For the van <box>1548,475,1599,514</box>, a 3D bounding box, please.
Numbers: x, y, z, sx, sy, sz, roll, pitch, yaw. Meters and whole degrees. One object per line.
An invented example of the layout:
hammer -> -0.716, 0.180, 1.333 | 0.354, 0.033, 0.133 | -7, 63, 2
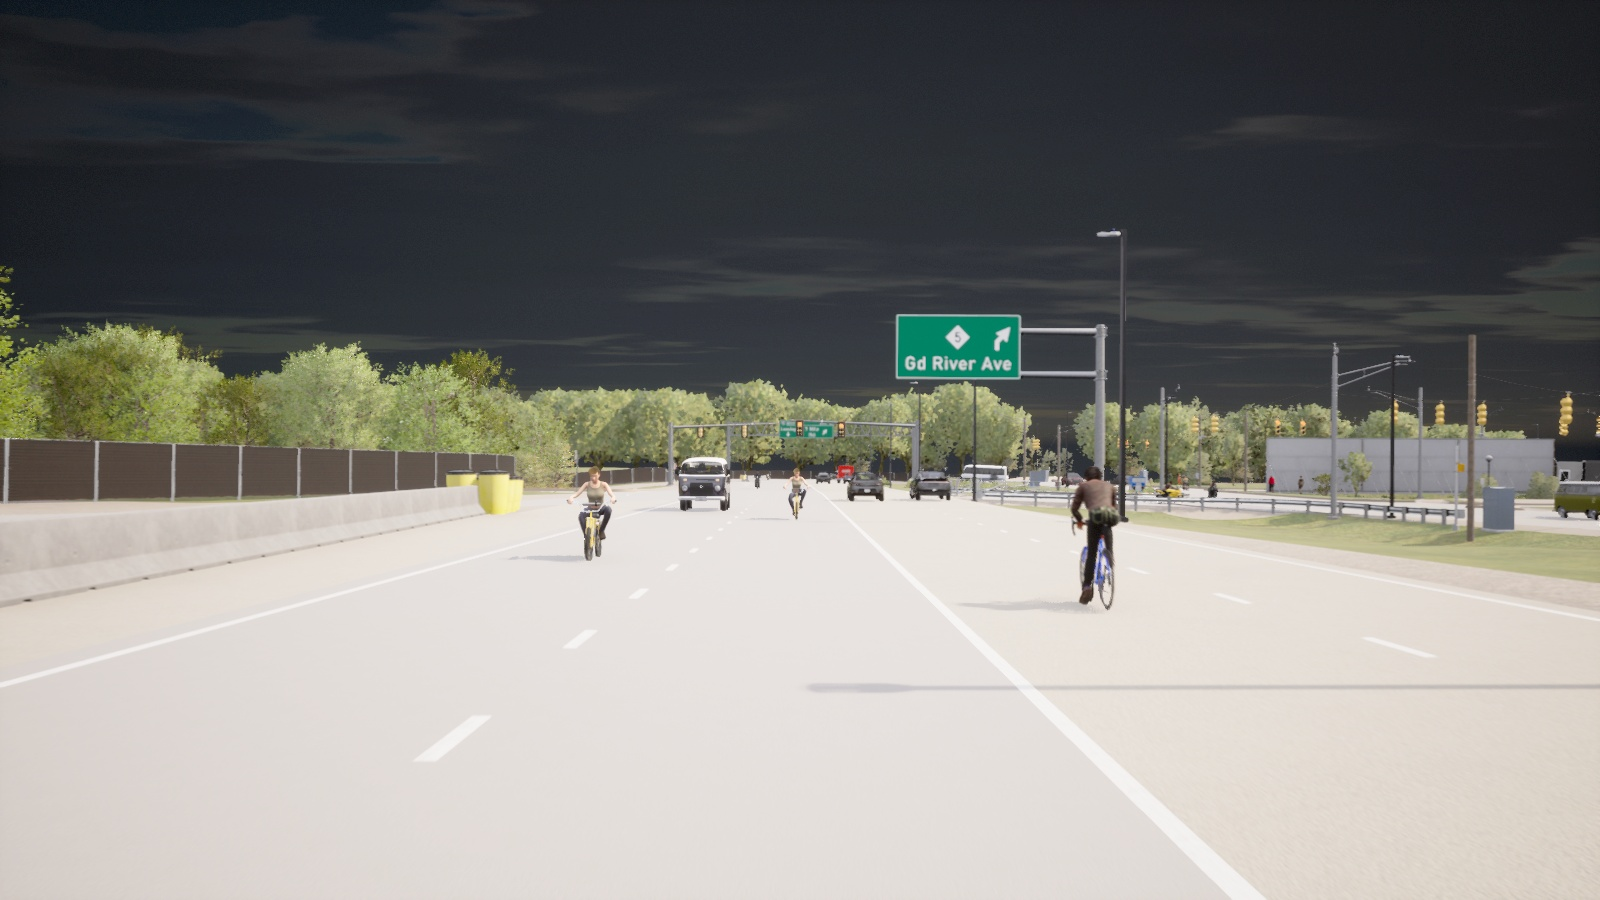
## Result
van -> 41.507, 2.303, 65.951 | 1.775, 1.987, 4.442 | 0, -1, -1

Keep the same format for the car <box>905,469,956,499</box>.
car -> 6.846, 1.790, 66.364 | 2.128, 1.511, 4.902 | 0, -1, 0

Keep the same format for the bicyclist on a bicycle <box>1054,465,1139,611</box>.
bicyclist on a bicycle -> 3.465, 0.991, 14.798 | 0.582, 1.620, 1.656 | 0, -1, 0

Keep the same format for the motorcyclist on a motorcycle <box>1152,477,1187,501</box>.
motorcyclist on a motorcycle -> 24.199, 2.561, 82.229 | 2.044, 1.523, 0.797 | -2, 0, -3

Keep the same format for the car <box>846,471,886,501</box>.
car -> 3.350, 1.835, 64.700 | 1.816, 1.474, 4.193 | 0, -1, 0

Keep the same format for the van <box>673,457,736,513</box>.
van -> -3.612, 1.315, 48.121 | 2.069, 2.038, 4.480 | 0, -1, 0

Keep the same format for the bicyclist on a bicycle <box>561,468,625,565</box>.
bicyclist on a bicycle -> -3.550, 1.115, 21.647 | 0.866, 1.612, 1.509 | 0, -1, 0
